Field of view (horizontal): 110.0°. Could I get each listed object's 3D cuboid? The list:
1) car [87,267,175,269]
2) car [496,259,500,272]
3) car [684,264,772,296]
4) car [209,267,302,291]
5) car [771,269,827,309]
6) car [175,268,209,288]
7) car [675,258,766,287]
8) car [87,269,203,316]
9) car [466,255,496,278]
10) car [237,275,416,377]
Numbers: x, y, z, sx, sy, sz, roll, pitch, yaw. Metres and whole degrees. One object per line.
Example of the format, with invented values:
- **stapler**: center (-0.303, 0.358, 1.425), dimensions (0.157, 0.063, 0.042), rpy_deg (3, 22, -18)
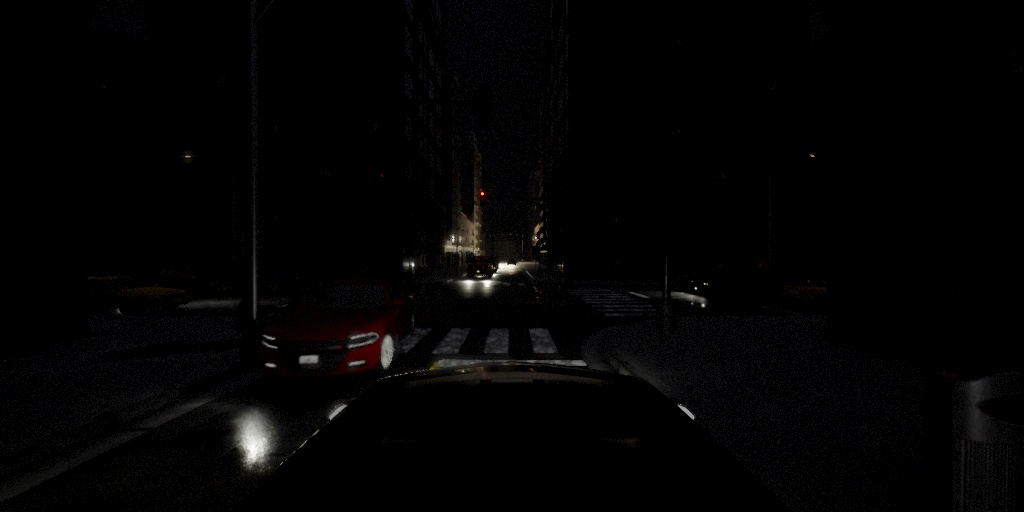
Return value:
- **car**: center (-18.085, 1.261, 15.442), dimensions (4.902, 1.511, 2.128), rpy_deg (0, 0, 0)
- **car**: center (-2.922, 0.956, 43.903), dimensions (2.150, 2.045, 5.566), rpy_deg (0, 0, 0)
- **car**: center (12.137, 1.276, 18.369), dimensions (5.357, 1.411, 2.033), rpy_deg (0, 0, 3)
- **car**: center (-14.566, 1.308, 20.933), dimensions (4.313, 1.339, 1.948), rpy_deg (0, 0, 0)
- **car**: center (12.482, 1.280, 12.920), dimensions (4.829, 1.417, 1.751), rpy_deg (0, 0, 0)
- **car**: center (-19.979, 1.328, 20.930), dimensions (4.207, 1.307, 1.802), rpy_deg (0, 0, 0)
- **car**: center (12.317, 1.031, 20.945), dimensions (5.009, 1.841, 2.192), rpy_deg (0, 0, 0)
- **car**: center (-14.402, 1.305, 12.908), dimensions (4.829, 1.417, 1.751), rpy_deg (0, 0, 0)
- **car**: center (-2.906, 0.963, 33.514), dimensions (2.150, 2.045, 5.566), rpy_deg (0, 0, 0)
- **car**: center (-3.268, 1.226, 7.681), dimensions (1.882, 1.535, 5.008), rpy_deg (1, 0, -8)
